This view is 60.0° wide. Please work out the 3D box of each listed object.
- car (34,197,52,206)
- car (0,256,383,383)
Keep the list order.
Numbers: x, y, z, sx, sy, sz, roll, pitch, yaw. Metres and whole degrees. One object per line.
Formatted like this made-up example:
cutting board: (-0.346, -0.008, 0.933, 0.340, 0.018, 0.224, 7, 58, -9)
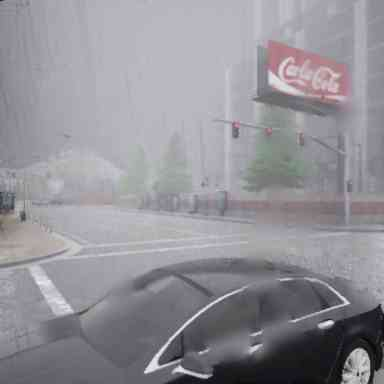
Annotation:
car: (-39.004, 2.469, 86.987, 2.150, 2.045, 5.566, 1, -1, -32)
car: (0.126, 1.574, 3.627, 4.892, 1.490, 1.837, 1, -1, -32)
